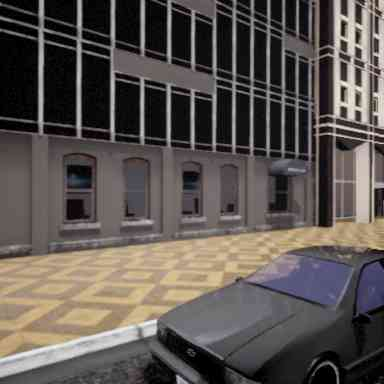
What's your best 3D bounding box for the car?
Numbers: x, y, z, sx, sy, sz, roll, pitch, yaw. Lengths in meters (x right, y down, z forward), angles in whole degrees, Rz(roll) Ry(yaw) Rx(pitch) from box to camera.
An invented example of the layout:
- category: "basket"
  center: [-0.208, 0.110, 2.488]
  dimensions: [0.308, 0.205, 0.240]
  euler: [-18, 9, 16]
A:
- category: "car"
  center: [2.100, 1.554, 4.870]
  dimensions: [5.357, 1.411, 2.033]
  euler: [0, 0, -35]
